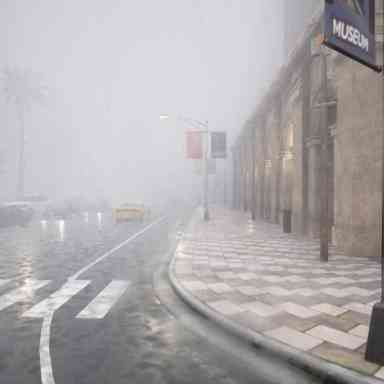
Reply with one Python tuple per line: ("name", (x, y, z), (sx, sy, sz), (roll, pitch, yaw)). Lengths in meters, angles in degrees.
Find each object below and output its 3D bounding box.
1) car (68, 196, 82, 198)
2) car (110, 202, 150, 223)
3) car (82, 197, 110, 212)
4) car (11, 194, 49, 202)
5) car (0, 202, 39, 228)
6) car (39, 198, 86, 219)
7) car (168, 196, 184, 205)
("car", (-14.440, 1.352, 40.684), (2.097, 1.767, 4.553), (0, 0, 2))
("car", (-4.423, 1.504, 25.254), (1.882, 1.535, 5.008), (0, 0, 2))
("car", (-10.988, 1.526, 39.379), (1.812, 1.442, 4.674), (0, 0, 2))
("car", (-14.855, 1.221, 30.367), (2.150, 2.045, 5.566), (0, 0, 2))
("car", (-11.690, 1.547, 20.074), (2.033, 1.411, 5.357), (0, 0, 2))
("car", (-11.380, 1.526, 29.498), (1.812, 1.442, 4.674), (0, 0, 2))
("car", (-2.682, 1.506, 56.967), (1.882, 1.535, 5.008), (-1, 0, 12))
